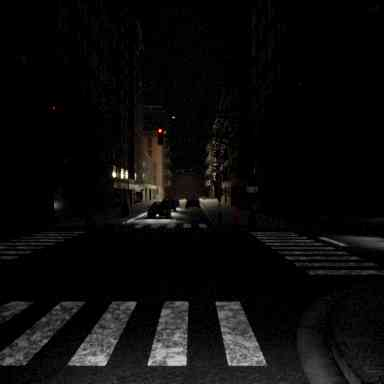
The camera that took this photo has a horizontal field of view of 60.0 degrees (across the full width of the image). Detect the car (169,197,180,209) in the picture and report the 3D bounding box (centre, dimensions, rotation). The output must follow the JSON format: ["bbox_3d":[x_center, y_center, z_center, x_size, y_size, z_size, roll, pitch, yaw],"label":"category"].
[{"bbox_3d":[-2.835,1.481,39.988,2.128,1.511,4.902,0,0,0],"label":"car"}]

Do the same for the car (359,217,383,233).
[{"bbox_3d":[11.637,1.554,17.861,4.829,1.417,1.752,0,0,0],"label":"car"}]

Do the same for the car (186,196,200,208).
[{"bbox_3d":[0.111,1.462,47.337,1.882,1.535,5.008,0,0,0],"label":"car"}]

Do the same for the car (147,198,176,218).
[{"bbox_3d":[-2.840,1.541,30.166,2.033,1.411,5.357,0,0,0],"label":"car"}]

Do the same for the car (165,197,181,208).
[{"bbox_3d":[-2.835,1.474,50.189,2.128,1.511,4.902,0,0,0],"label":"car"}]

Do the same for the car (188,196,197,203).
[{"bbox_3d":[0.112,1.490,69.958,1.812,1.442,4.674,0,0,0],"label":"car"}]
